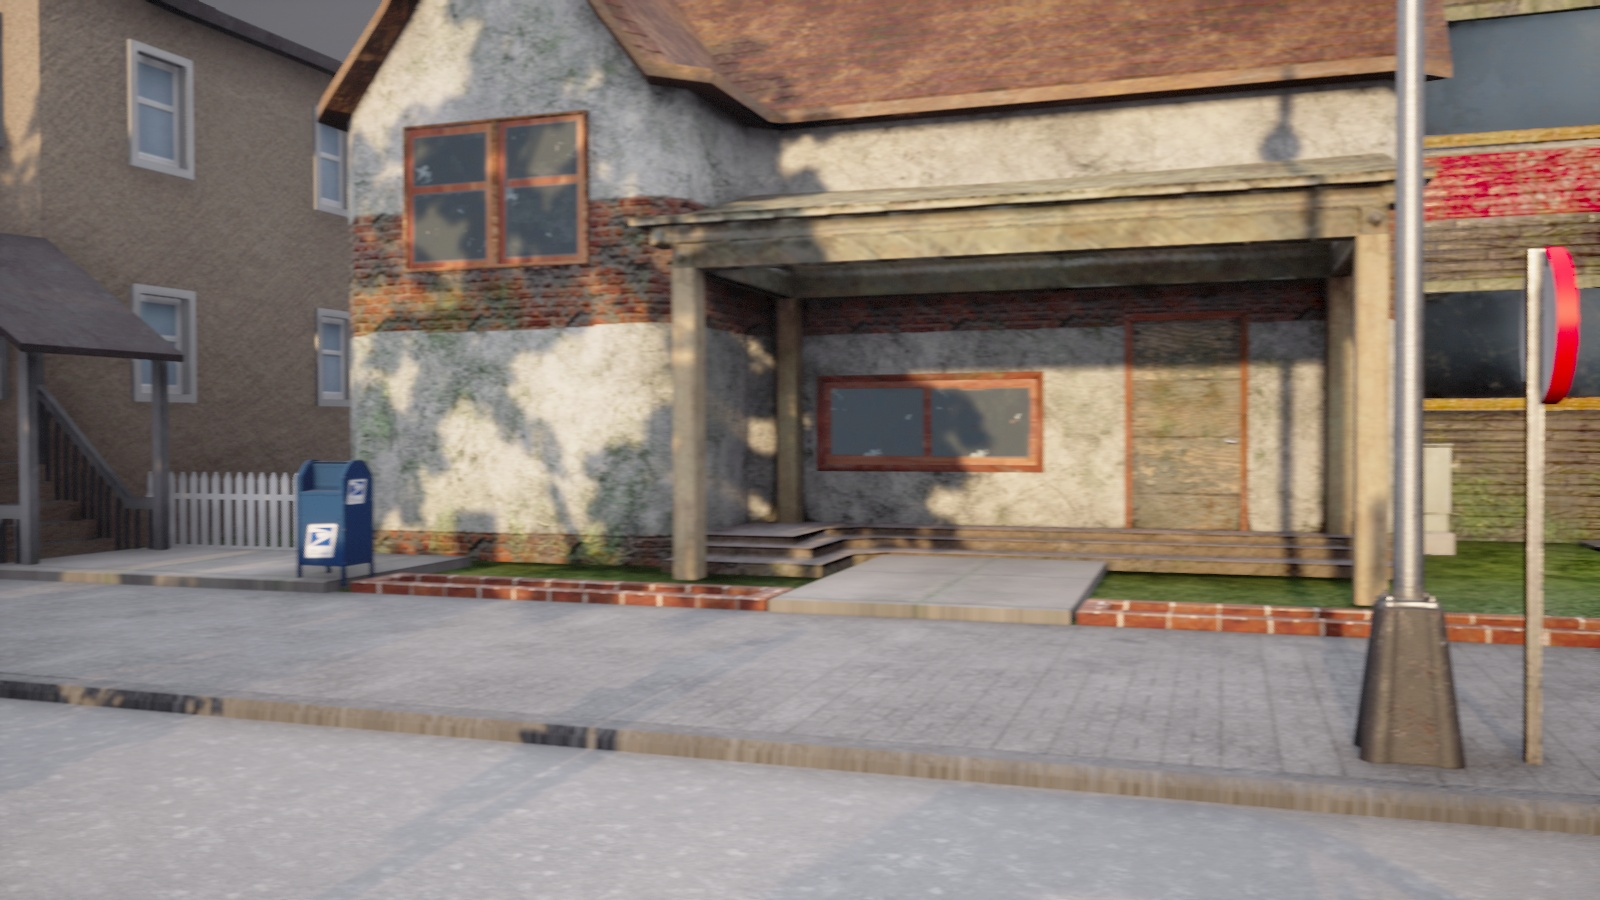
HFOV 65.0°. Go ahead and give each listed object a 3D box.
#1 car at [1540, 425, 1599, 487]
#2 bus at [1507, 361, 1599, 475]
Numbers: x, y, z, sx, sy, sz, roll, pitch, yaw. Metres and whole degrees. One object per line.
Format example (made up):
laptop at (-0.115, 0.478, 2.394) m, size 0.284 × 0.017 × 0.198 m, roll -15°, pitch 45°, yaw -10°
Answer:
car at (22.690, 0.123, 35.380) m, size 2.152 × 1.651 × 5.027 m, roll 1°, pitch 1°, yaw 19°
bus at (32.360, -1.254, 51.495) m, size 3.944 × 4.253 × 10.273 m, roll 1°, pitch 1°, yaw 19°
